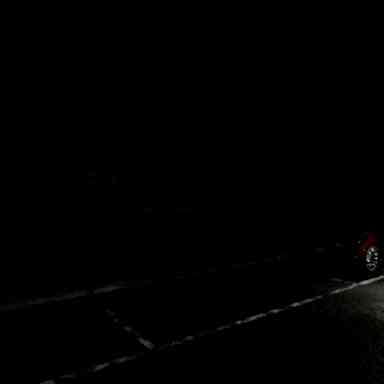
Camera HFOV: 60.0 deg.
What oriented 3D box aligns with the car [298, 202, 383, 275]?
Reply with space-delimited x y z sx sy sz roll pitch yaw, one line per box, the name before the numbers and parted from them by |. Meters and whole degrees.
car | 5.531 1.259 10.496 5.009 1.841 2.192 0 1 -35
